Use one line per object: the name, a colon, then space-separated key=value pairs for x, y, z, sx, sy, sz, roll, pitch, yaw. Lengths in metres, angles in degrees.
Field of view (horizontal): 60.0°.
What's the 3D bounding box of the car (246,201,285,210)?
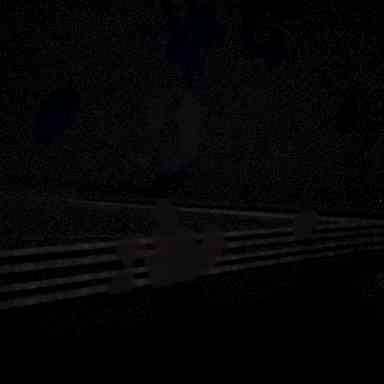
car: x=10.352 y=2.058 z=47.356 sx=5.357 sy=1.411 sz=2.033 roll=2 pitch=-2 yaw=36
